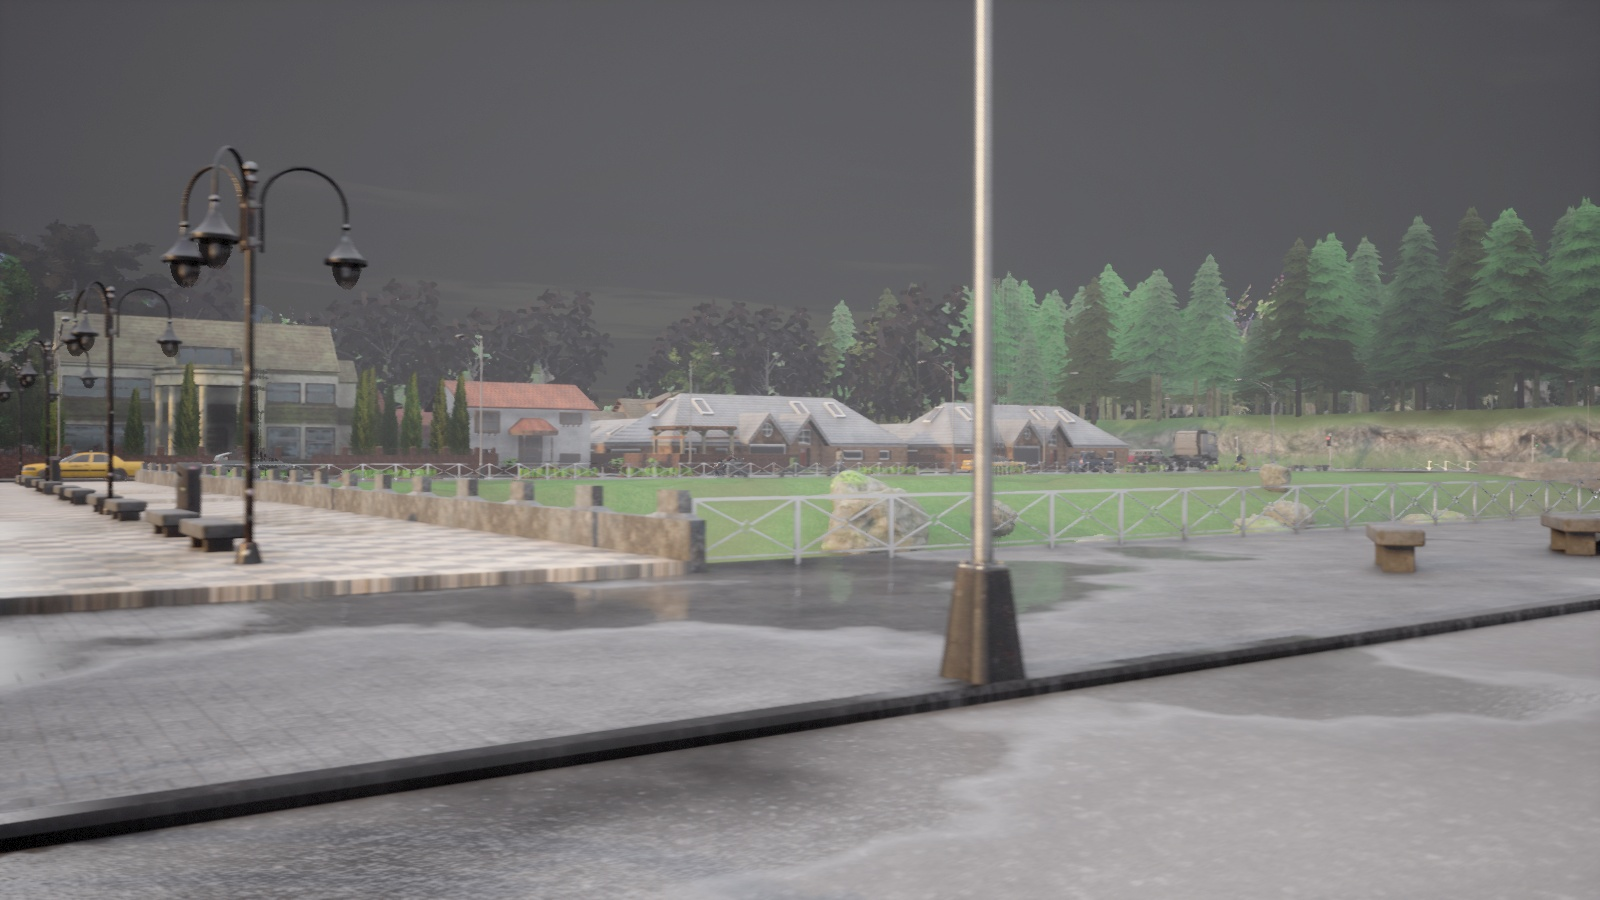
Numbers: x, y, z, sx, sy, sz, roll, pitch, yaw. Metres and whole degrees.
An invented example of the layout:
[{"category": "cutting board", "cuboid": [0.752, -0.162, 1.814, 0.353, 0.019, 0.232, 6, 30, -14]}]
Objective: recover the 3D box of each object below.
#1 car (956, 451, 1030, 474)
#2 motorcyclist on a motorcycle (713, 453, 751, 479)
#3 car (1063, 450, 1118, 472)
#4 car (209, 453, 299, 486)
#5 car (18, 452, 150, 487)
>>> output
[{"category": "car", "cuboid": [13.696, 0.876, 88.936, 5.366, 1.575, 1.801, 0, 0, -35]}, {"category": "motorcyclist on a motorcycle", "cuboid": [-4.121, 0.976, 76.539, 2.191, 1.530, 0.866, 0, 0, -35]}, {"category": "car", "cuboid": [21.877, 0.829, 94.627, 3.988, 1.617, 1.851, 0, 0, -35]}, {"category": "car", "cuboid": [-26.499, 0.929, 60.971, 3.705, 1.549, 1.789, 0, 0, -35]}, {"category": "car", "cuboid": [-34.366, 0.905, 60.372, 5.366, 1.575, 1.801, 0, 0, -35]}]
